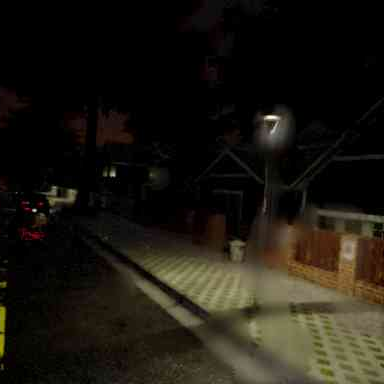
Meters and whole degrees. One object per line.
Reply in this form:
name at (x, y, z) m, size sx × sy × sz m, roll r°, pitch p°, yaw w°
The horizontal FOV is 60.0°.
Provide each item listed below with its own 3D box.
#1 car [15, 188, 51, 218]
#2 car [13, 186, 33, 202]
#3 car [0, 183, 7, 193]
car at (-10.603, 0.797, 22.225) m, size 1.837 × 1.490 × 4.892 m, roll 5°, pitch -1°, yaw -28°
car at (-17.509, 0.159, 34.862) m, size 2.097 × 1.767 × 4.553 m, roll 5°, pitch 0°, yaw -27°
car at (-31.785, -0.777, 55.279) m, size 1.882 × 1.535 × 5.008 m, roll 5°, pitch -1°, yaw -29°
